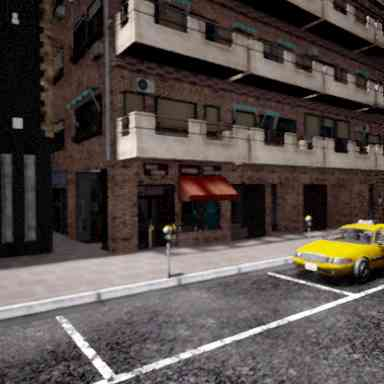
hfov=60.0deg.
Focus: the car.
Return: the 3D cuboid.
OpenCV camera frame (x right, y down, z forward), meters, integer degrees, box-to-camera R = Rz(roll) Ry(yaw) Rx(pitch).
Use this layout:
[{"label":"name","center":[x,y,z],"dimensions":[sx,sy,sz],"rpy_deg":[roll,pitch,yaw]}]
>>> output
[{"label":"car","center":[4.897,1.519,9.608],"dimensions":[4.829,1.417,1.752],"rpy_deg":[0,-1,-36]}]
